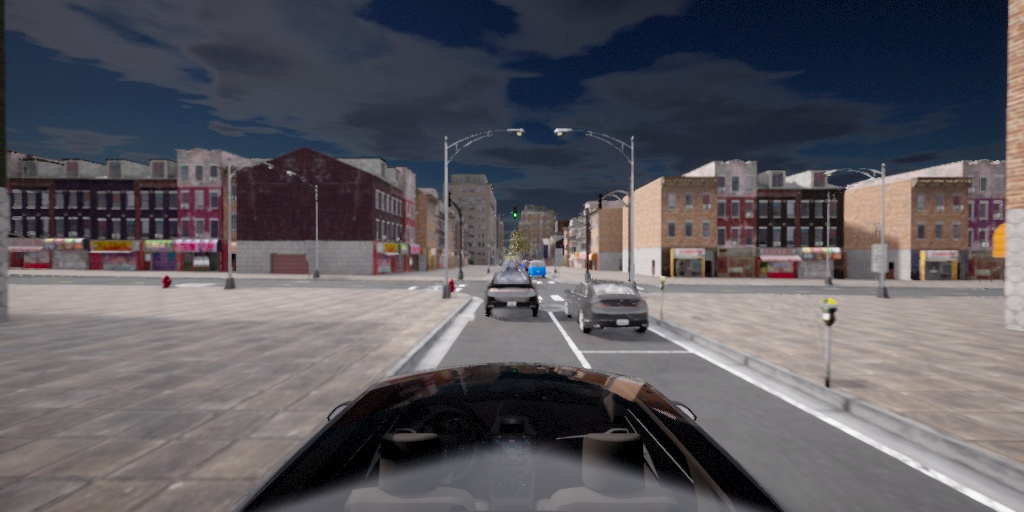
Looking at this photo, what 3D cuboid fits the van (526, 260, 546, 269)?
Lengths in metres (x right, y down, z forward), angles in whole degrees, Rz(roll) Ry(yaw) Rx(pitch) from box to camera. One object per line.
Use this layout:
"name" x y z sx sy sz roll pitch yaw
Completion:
"van" 2.651 1.368 37.662 1.690 1.789 3.998 0 0 0

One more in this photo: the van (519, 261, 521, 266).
"van" 2.662 1.677 64.110 1.690 1.789 3.998 0 0 0

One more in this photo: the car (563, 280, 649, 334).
"car" 2.641 1.354 10.708 2.007 1.370 4.403 0 0 0

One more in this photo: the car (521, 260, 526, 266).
"car" 2.655 1.454 48.243 2.192 1.841 5.009 0 0 0

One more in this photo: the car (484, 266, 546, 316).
"car" -0.022 1.315 13.673 2.128 1.511 4.902 0 0 0
